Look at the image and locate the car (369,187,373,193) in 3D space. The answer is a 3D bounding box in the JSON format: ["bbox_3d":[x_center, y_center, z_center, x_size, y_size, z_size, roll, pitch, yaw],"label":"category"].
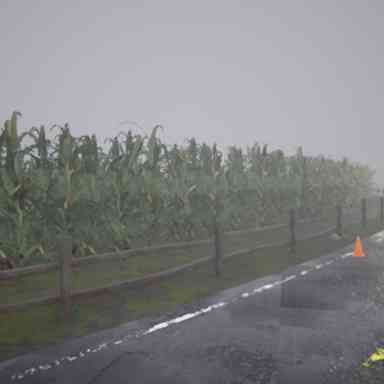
[{"bbox_3d":[36.451,-0.634,69.959,1.837,1.490,4.892,-2,1,11],"label":"car"}]

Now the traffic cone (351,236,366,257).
[{"bbox_3d":[5.127,1.658,10.257,0.340,0.580,0.340,-1,1,45],"label":"traffic cone"}]
